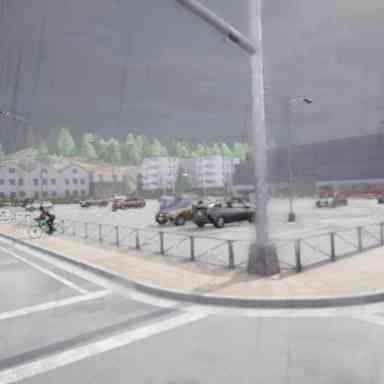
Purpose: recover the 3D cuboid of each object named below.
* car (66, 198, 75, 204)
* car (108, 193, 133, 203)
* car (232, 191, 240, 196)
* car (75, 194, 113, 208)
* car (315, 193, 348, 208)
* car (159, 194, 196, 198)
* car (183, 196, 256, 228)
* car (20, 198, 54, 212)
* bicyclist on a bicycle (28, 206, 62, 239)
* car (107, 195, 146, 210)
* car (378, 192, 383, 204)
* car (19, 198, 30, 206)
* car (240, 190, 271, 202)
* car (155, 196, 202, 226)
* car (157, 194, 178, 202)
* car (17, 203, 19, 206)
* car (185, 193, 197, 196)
[{"bbox_3d":[-27.004,2.080,78.161,5.008,1.535,1.882,-2,0,-40],"label":"car"},{"bbox_3d":[-17.468,1.486,81.636,5.566,2.045,2.150,-2,0,-40],"label":"car"},{"bbox_3d":[7.777,0.701,52.864,3.866,1.878,1.905,-2,0,-40],"label":"car"},{"bbox_3d":[-15.771,1.545,53.775,4.605,1.855,1.932,-2,0,-40],"label":"car"},{"bbox_3d":[14.305,0.816,34.126,3.806,1.475,1.970,-2,0,-40],"label":"car"},{"bbox_3d":[-1.828,1.313,36.165,3.633,1.501,1.845,-2,0,-40],"label":"car"},{"bbox_3d":[2.048,1.229,19.808,4.514,1.523,2.007,-2,0,-40],"label":"car"},{"bbox_3d":[-22.201,2.044,48.263,3.806,1.475,1.970,-2,0,-40],"label":"car"},{"bbox_3d":[-7.482,1.529,16.975,1.656,1.620,0.582,-2,0,-40],"label":"bicyclist on a bicycle"},{"bbox_3d":[-8.255,1.501,43.814,4.514,1.523,2.007,-2,0,-40],"label":"car"},{"bbox_3d":[21.887,0.535,36.652,3.633,1.501,1.845,-2,0,-40],"label":"car"},{"bbox_3d":[-23.894,1.814,51.194,3.866,1.878,1.905,-2,0,-40],"label":"car"},{"bbox_3d":[9.970,0.648,50.915,4.605,1.855,1.932,-2,0,-40],"label":"car"},{"bbox_3d":[-0.020,1.287,22.167,5.027,1.636,2.152,-2,0,-40],"label":"car"},{"bbox_3d":[-4.882,1.272,67.309,3.806,1.475,1.970,-2,0,-40],"label":"car"},{"bbox_3d":[-34.827,2.414,71.559,4.902,1.511,2.128,-2,0,-40],"label":"car"},{"bbox_3d":[-0.490,1.048,62.623,5.027,1.636,2.152,-2,0,-40],"label":"car"}]
